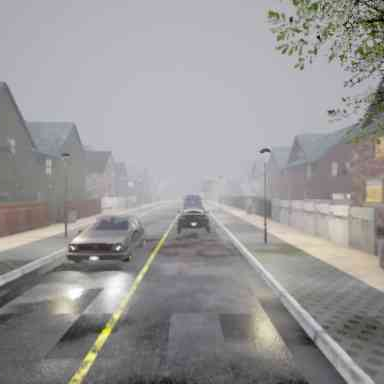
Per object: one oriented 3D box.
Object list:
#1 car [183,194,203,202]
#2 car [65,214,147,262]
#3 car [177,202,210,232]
[{"bbox_3d":[0.088,1.306,39.035,2.150,2.045,5.566,0,0,0],"label":"car"},{"bbox_3d":[-2.854,1.555,12.361,2.033,1.411,5.357,0,0,0],"label":"car"},{"bbox_3d":[0.083,1.549,20.021,1.812,1.442,4.674,0,0,0],"label":"car"}]
